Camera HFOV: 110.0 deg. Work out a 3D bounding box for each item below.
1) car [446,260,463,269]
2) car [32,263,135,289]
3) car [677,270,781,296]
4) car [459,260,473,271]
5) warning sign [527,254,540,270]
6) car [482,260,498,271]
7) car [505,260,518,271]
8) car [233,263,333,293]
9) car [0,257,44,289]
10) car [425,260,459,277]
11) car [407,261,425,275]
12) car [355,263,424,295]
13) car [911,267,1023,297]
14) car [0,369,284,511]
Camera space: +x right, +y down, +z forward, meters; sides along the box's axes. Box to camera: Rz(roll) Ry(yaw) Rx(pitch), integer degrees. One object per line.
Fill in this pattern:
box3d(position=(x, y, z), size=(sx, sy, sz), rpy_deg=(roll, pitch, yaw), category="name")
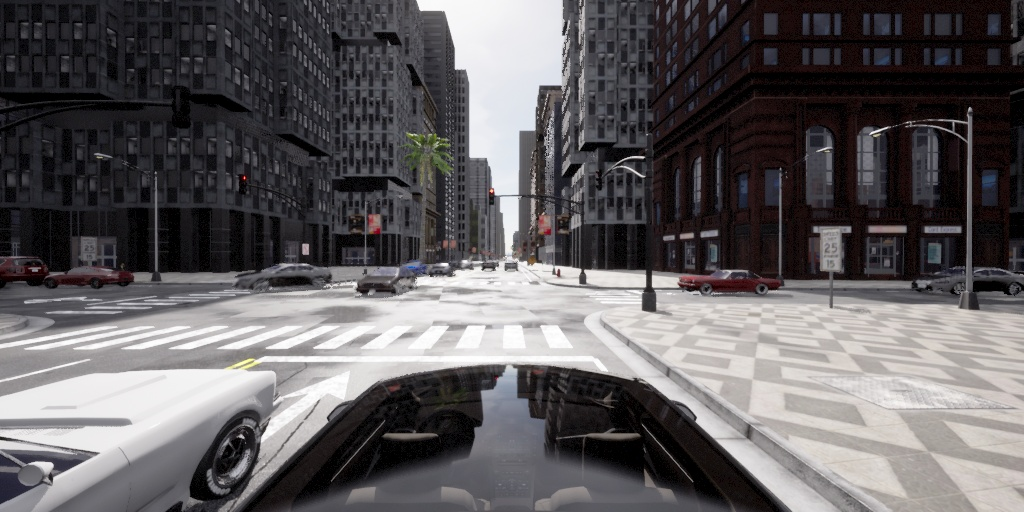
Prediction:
box3d(position=(-10.051, 1.485, 63.197), size=(2.033, 1.411, 5.357), rpy_deg=(0, -1, 0), category="car")
box3d(position=(-25.148, 1.232, 21.404), size=(4.207, 1.307, 1.802), rpy_deg=(0, 0, -1), category="car")
box3d(position=(11.652, 1.414, 19.529), size=(4.718, 1.301, 1.895), rpy_deg=(0, 0, 0), category="car")
box3d(position=(-6.802, 1.350, 52.833), size=(2.128, 1.511, 4.902), rpy_deg=(0, 0, 0), category="car")
box3d(position=(2.661, 0.940, 47.605), size=(1.300, 1.860, 1.060), rpy_deg=(0, 0, 0), category="warning sign")
box3d(position=(-3.359, 1.360, 52.422), size=(1.837, 1.490, 4.892), rpy_deg=(0, -1, 0), category="car")
box3d(position=(-0.108, 1.347, 52.309), size=(2.128, 1.511, 4.902), rpy_deg=(0, 0, 0), category="car")
box3d(position=(-13.015, 1.191, 20.728), size=(2.128, 1.511, 4.902), rpy_deg=(1, 1, 39), category="car")
box3d(position=(-30.786, 0.945, 21.293), size=(5.009, 1.841, 2.192), rpy_deg=(0, 0, -1), category="car")
box3d(position=(-6.736, 1.338, 34.900), size=(1.994, 1.385, 4.181), rpy_deg=(0, 0, 0), category="car")
box3d(position=(-9.993, 1.256, 36.544), size=(1.882, 1.535, 5.008), rpy_deg=(0, 0, 0), category="car")
box3d(position=(-6.663, 1.278, 19.758), size=(2.033, 1.411, 5.357), rpy_deg=(0, 0, 0), category="car")
box3d(position=(24.842, 1.362, 19.572), size=(4.902, 1.511, 2.128), rpy_deg=(0, 0, 0), category="car")
box3d(position=(-3.149, 1.351, 1.460), size=(1.895, 1.301, 4.718), rpy_deg=(0, 0, -3), category="car")
